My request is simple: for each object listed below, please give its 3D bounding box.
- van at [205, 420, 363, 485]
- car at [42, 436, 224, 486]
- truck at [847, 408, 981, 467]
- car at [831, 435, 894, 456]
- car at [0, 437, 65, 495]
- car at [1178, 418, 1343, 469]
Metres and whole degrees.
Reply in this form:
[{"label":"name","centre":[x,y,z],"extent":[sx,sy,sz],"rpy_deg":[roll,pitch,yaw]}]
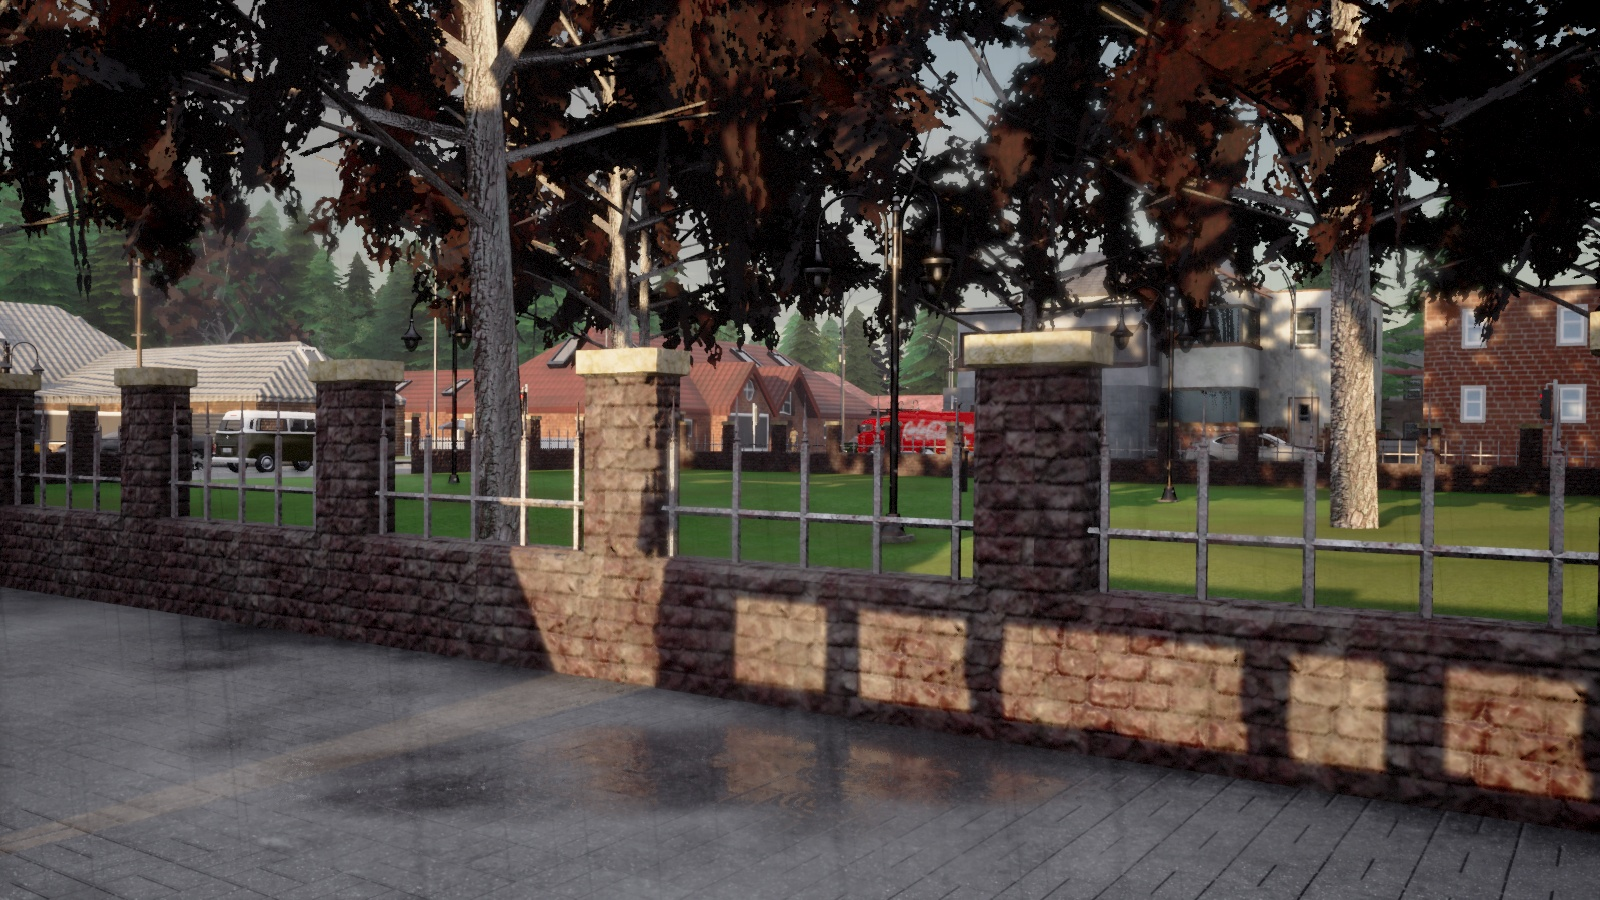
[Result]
[{"label":"van","centre":[-17.129,0.038,41.871],"extent":[2.069,2.038,4.480],"rpy_deg":[0,1,32]},{"label":"car","centre":[-22.063,0.317,41.751],"extent":[2.128,1.511,4.902],"rpy_deg":[0,1,35]},{"label":"truck","centre":[5.004,-0.554,55.258],"extent":[5.204,2.467,2.627],"rpy_deg":[0,1,34]},{"label":"car","centre":[4.089,-0.313,81.110],"extent":[1.895,1.301,4.718],"rpy_deg":[0,1,34]},{"label":"car","centre":[-22.672,0.457,33.476],"extent":[1.882,1.535,5.008],"rpy_deg":[0,1,32]},{"label":"car","centre":[15.818,-0.223,43.176],"extent":[5.027,1.651,2.152],"rpy_deg":[0,1,31]}]
